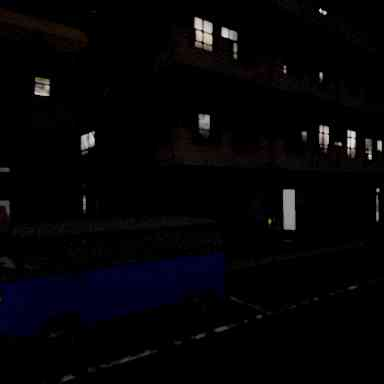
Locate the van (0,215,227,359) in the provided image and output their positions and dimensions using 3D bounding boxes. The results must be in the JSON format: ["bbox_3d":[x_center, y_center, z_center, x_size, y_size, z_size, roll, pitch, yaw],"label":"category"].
[{"bbox_3d":[-1.255,1.339,5.676,3.998,1.788,1.690,0,0,-36],"label":"van"}]
